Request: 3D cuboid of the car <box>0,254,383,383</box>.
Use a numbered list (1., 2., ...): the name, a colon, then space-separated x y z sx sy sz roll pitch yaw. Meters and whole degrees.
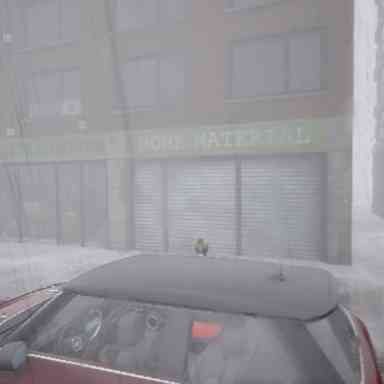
1. car: -0.544 1.328 2.939 4.097 1.590 1.967 0 3 21
